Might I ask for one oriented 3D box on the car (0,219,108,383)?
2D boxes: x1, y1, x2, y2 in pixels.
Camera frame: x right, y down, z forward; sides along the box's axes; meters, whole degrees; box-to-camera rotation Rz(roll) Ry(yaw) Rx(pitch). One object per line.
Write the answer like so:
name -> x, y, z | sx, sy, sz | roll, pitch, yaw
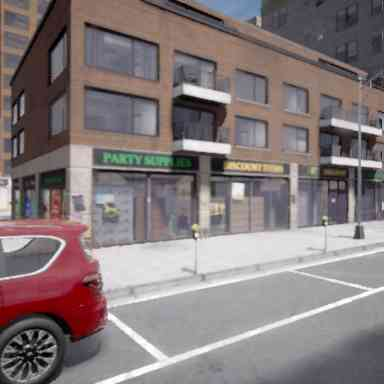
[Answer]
car -> -3.460, 1.313, 3.720 | 5.009, 1.841, 2.192 | 0, 0, -35
